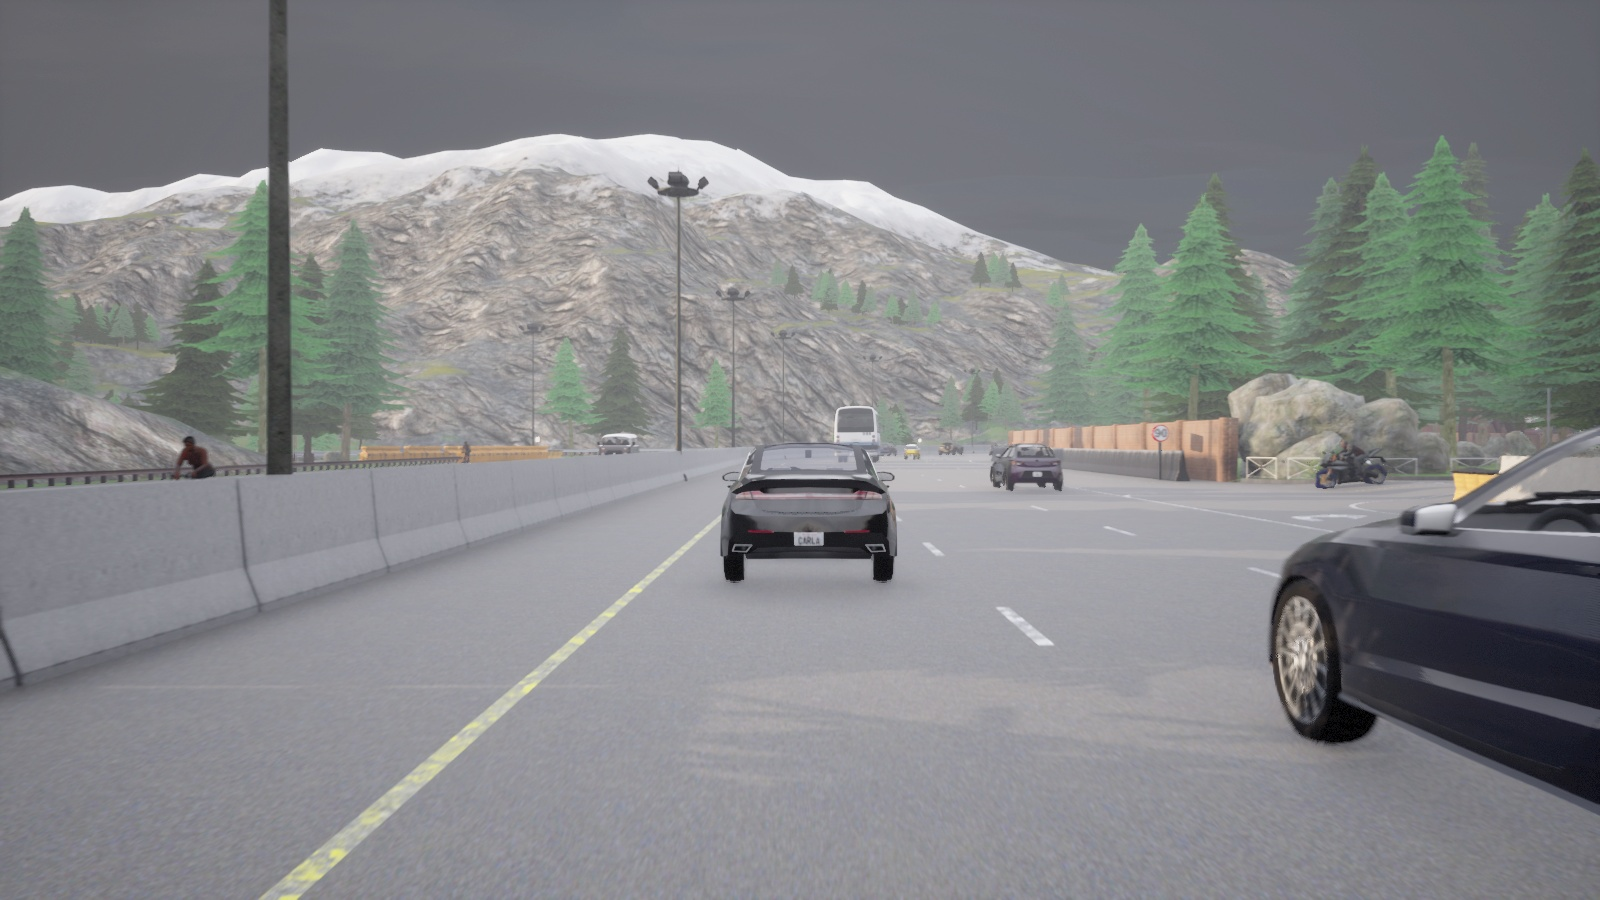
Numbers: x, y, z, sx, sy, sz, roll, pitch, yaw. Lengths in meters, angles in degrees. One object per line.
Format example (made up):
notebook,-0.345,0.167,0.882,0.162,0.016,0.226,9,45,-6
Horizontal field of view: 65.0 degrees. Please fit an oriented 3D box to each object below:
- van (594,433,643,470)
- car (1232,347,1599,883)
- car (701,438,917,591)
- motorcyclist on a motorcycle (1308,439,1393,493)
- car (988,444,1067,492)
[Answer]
van,-10.086,0.066,70.182,2.069,2.038,4.480,0,0,0
car,3.542,0.502,4.675,2.152,1.651,5.027,0,0,0
car,0.100,0.619,14.863,2.128,1.511,4.902,0,0,0
motorcyclist on a motorcycle,17.381,0.498,39.705,2.191,1.530,0.866,-5,0,2
car,7.245,0.538,40.409,1.816,1.474,4.193,0,0,0
